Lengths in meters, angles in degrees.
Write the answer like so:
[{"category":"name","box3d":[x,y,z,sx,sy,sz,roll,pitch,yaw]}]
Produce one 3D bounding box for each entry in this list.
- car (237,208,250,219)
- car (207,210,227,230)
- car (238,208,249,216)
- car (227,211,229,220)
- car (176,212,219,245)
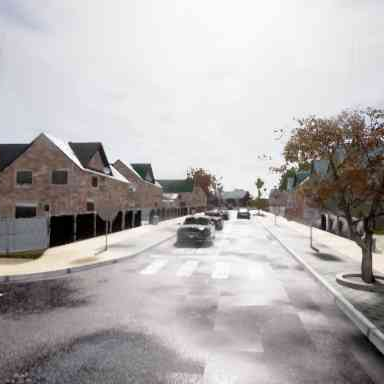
[{"category":"car","box3d":[7.903,3.307,50.954,1.994,1.385,4.181,0,-2,9]},{"category":"car","box3d":[1.791,2.456,29.580,1.882,1.535,5.008,0,-2,8]},{"category":"car","box3d":[9.500,3.700,61.810,1.994,1.385,4.181,0,-2,8]},{"category":"car","box3d":[4.009,3.090,44.540,1.895,1.301,4.718,0,-2,9]},{"category":"car","box3d":[0.326,2.157,19.611,1.837,1.490,4.892,0,-2,8]}]
